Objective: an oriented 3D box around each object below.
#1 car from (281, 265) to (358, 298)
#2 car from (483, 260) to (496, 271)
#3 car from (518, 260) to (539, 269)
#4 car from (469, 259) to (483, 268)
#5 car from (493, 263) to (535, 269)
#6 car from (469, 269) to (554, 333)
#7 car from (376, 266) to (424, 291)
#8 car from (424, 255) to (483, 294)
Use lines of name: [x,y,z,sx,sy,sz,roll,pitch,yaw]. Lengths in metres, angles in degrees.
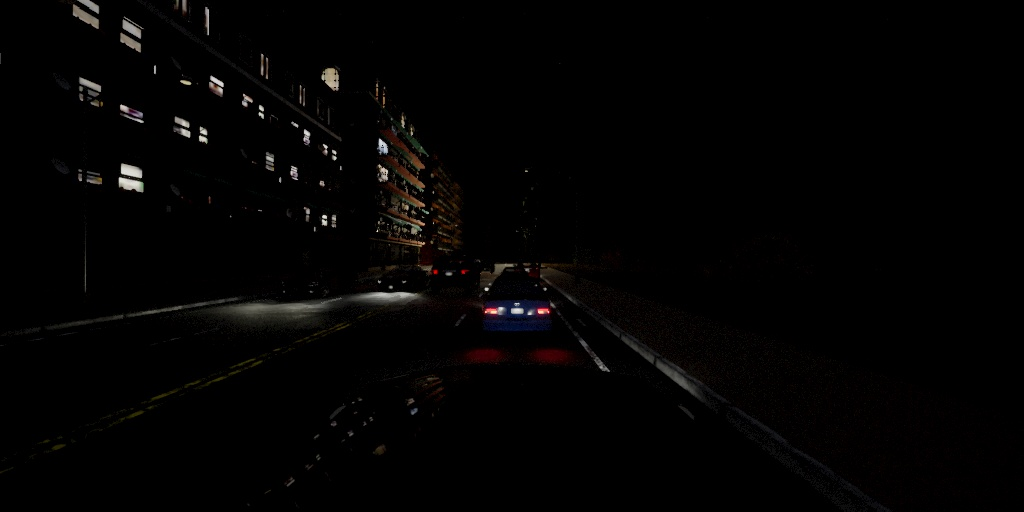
car: [-9.818,1.230,18.700,1.882,1.535,5.008,0,0,0]
car: [-3.068,1.244,43.373,2.128,1.511,4.902,0,0,0]
car: [1.192,1.105,29.920,2.097,1.767,4.553,0,0,0]
car: [-6.434,1.315,64.297,1.994,1.385,4.181,0,0,1]
car: [0.131,1.317,20.986,1.994,1.385,4.181,0,0,1]
car: [0.118,1.299,10.652,2.033,1.411,5.357,0,0,0]
car: [-6.563,1.300,22.104,2.033,1.411,5.357,0,0,0]
car: [-3.116,0.976,20.423,2.150,2.045,5.566,0,0,0]
